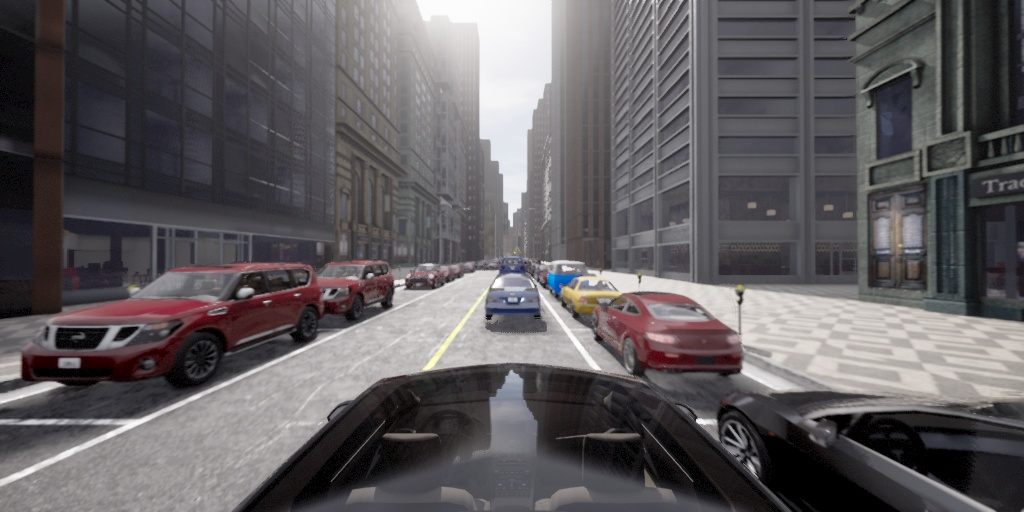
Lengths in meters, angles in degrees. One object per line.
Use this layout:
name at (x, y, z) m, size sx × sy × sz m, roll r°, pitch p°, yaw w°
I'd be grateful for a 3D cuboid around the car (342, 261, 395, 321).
car at (-5.761, 1.099, 12.814) m, size 2.192 × 1.841 × 5.009 m, roll 0°, pitch 0°, yaw 0°

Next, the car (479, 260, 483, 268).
car at (-5.756, 1.537, 63.540) m, size 1.948 × 1.339 × 4.313 m, roll 0°, pitch 0°, yaw 0°

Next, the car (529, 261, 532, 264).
car at (2.766, 1.428, 35.362) m, size 1.948 × 1.339 × 4.313 m, roll 0°, pitch 0°, yaw 0°

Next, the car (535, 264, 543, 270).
car at (2.765, 1.403, 24.089) m, size 1.802 × 1.307 × 4.207 m, roll 0°, pitch 0°, yaw 0°

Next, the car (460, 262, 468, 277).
car at (-5.759, 1.444, 35.358) m, size 1.802 × 1.307 × 4.207 m, roll 0°, pitch 0°, yaw 0°

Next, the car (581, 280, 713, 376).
car at (2.763, 1.348, 7.180) m, size 1.802 × 1.307 × 4.207 m, roll 0°, pitch 0°, yaw 0°

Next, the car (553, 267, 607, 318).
car at (2.764, 1.309, 12.986) m, size 1.751 × 1.417 × 4.829 m, roll 0°, pitch 0°, yaw 0°

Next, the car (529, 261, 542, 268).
car at (2.766, 1.392, 29.726) m, size 2.007 × 1.370 × 4.403 m, roll 0°, pitch 0°, yaw 0°

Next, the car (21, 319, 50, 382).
car at (-5.763, 1.315, 1.542) m, size 1.948 × 1.339 × 4.313 m, roll 0°, pitch 0°, yaw 0°

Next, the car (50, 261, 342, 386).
car at (-5.762, 1.081, 7.178) m, size 2.192 × 1.841 × 5.009 m, roll 0°, pitch 0°, yaw 0°

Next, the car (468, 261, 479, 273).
car at (-5.758, 1.488, 46.630) m, size 1.802 × 1.307 × 4.207 m, roll 0°, pitch 0°, yaw 0°

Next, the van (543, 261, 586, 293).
van at (2.764, 1.143, 18.453) m, size 1.690 × 1.789 × 3.998 m, roll 0°, pitch 0°, yaw 0°

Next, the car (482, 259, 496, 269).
car at (-3.066, 1.504, 55.465) m, size 1.994 × 1.385 × 4.181 m, roll 0°, pitch 0°, yaw 0°

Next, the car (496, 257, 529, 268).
car at (0.069, 1.068, 30.585) m, size 2.150 × 2.045 × 5.566 m, roll 0°, pitch 0°, yaw 0°

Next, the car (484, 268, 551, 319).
car at (0.046, 1.332, 13.005) m, size 2.033 × 1.411 × 5.357 m, roll 0°, pitch 0°, yaw 1°

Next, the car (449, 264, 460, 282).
car at (-5.759, 1.423, 29.721) m, size 1.802 × 1.307 × 4.207 m, roll 0°, pitch 0°, yaw 0°

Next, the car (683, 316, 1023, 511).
car at (2.763, 1.315, 1.543) m, size 1.948 × 1.339 × 4.313 m, roll 0°, pitch 0°, yaw 0°

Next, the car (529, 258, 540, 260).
car at (2.768, 1.220, 46.635) m, size 2.192 × 1.841 × 5.009 m, roll 0°, pitch 0°, yaw 0°

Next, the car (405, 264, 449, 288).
car at (-5.760, 1.261, 24.085) m, size 1.967 × 1.591 × 4.097 m, roll 0°, pitch 0°, yaw 0°
